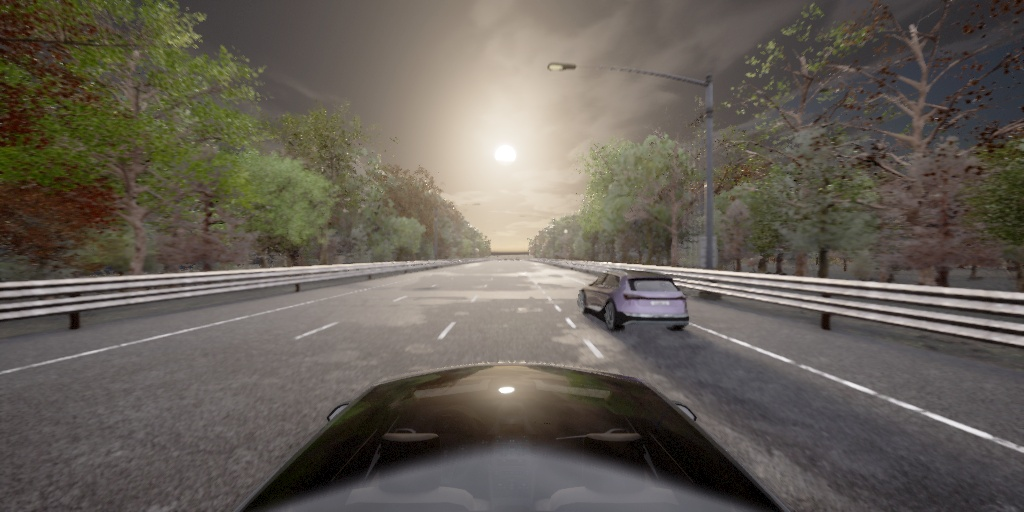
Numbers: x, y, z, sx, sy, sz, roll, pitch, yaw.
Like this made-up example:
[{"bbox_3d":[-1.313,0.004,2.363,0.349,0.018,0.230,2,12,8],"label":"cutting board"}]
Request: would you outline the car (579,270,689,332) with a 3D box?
[{"bbox_3d":[3.441,1.218,10.893,2.033,1.649,4.856,1,0,-3],"label":"car"}]
